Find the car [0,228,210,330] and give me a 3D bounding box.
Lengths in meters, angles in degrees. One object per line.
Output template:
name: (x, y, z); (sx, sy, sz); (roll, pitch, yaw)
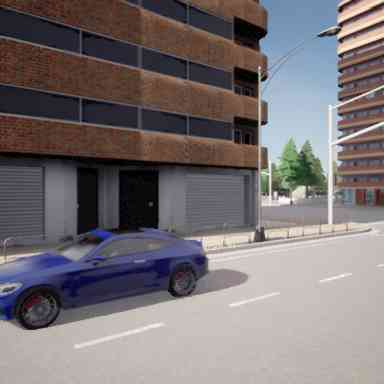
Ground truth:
car: (-1.737, 1.525, 7.037); (4.674, 1.442, 1.812); (0, 0, -36)
